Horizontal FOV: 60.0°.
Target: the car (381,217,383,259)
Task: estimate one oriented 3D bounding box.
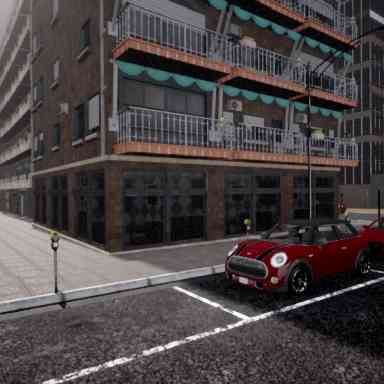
[{"bbox_3d":[7.264,1.543,11.743,4.507,1.381,1.887,0,-1,-35],"label":"car"}]

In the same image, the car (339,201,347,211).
[{"bbox_3d":[16.533,1.745,40.629,1.967,1.590,4.097,-2,0,-36],"label":"car"}]

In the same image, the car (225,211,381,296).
[{"bbox_3d":[2.764,1.439,8.538,4.097,1.590,1.967,0,-1,-35],"label":"car"}]
